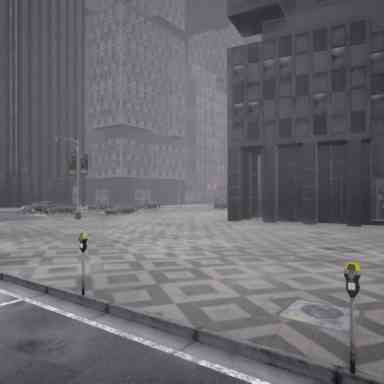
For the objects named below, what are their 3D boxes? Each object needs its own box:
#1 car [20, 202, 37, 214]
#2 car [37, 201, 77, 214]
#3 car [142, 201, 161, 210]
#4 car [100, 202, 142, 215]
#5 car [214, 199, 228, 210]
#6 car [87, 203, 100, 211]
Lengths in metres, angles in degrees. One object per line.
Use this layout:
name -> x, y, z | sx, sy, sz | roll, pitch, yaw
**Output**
car -> -19.644, 1.983, 43.158 | 2.128, 1.511, 4.902 | 0, -1, 36
car -> -16.659, 2.059, 41.763 | 1.994, 1.385, 4.181 | 0, -1, 35
car -> -7.769, 2.356, 59.644 | 1.882, 1.535, 5.008 | 0, -1, 36
car -> -8.723, 2.126, 41.322 | 1.994, 1.385, 4.181 | 0, -1, 36
car -> 6.172, 2.273, 62.113 | 2.150, 2.045, 5.566 | 0, -1, 36
car -> -13.780, 2.283, 51.335 | 1.895, 1.301, 4.718 | 0, -1, 36
